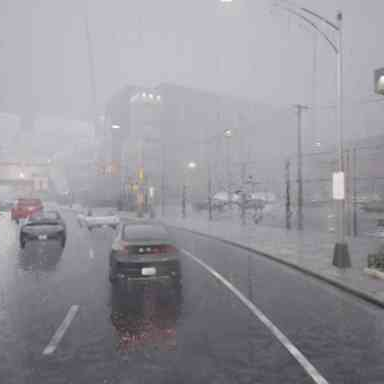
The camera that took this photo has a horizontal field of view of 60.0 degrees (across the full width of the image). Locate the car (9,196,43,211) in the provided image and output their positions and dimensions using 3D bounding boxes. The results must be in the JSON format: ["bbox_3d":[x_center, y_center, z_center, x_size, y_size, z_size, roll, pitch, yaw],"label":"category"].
[{"bbox_3d":[-14.319,1.536,28.954,2.150,2.045,5.566,0,0,-32],"label":"car"}]

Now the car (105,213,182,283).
[{"bbox_3d":[-1.503,1.596,10.052,1.837,1.490,4.892,0,0,-12],"label":"car"}]

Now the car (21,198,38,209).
[{"bbox_3d":[-27.459,1.959,56.247,2.097,1.767,4.553,0,-1,-32],"label":"car"}]

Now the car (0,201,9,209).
[{"bbox_3d":[-32.327,2.207,57.383,1.994,1.385,4.181,0,-1,-32],"label":"car"}]

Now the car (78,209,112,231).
[{"bbox_3d":[-6.411,1.819,22.469,1.895,1.301,4.718,0,-1,-29],"label":"car"}]

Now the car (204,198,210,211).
[{"bbox_3d":[2.036,1.601,44.141,2.185,1.767,4.553,0,-1,-33],"label":"car"}]

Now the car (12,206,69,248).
[{"bbox_3d":[-6.996,1.660,15.856,2.128,1.511,4.902,0,0,-22],"label":"car"}]
